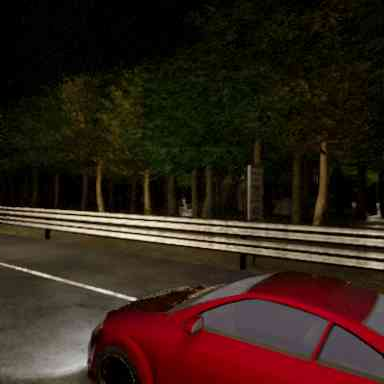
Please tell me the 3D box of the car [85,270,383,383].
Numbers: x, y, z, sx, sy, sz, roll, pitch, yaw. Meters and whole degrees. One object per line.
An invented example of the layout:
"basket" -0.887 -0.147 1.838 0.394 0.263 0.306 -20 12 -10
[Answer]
"car" 0.837 1.558 3.391 4.181 1.385 1.994 1 0 36
